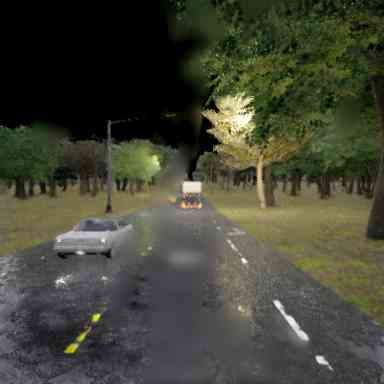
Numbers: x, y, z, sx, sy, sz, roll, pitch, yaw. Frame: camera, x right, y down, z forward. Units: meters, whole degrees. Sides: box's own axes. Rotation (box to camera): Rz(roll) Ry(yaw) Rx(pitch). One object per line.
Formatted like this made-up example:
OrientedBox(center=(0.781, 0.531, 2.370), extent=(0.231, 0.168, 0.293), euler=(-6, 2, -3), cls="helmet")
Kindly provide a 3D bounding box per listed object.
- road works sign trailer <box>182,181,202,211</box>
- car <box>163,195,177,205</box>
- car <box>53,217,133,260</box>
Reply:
OrientedBox(center=(0.001, 0.475, 41.456), extent=(2.380, 3.560, 2.880), euler=(0, 1, 0), cls="road works sign trailer")
OrientedBox(center=(-3.562, 1.321, 54.378), extent=(1.882, 1.535, 5.008), euler=(0, 1, 0), cls="car")
OrientedBox(center=(-3.600, 1.671, 12.952), extent=(1.895, 1.301, 4.718), euler=(0, 0, 0), cls="car")
